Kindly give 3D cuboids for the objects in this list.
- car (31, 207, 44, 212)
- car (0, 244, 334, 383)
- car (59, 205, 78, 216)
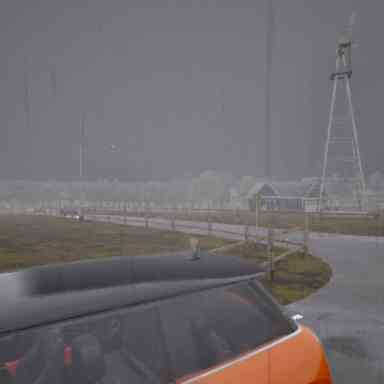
[{"bbox_3d":[-36.566,4.313,79.883,1.812,1.442,4.674,0,-3,-35],"label":"car"},{"bbox_3d":[-1.110,1.350,2.156,4.553,1.767,2.097,0,0,-36],"label":"car"},{"bbox_3d":[-18.615,2.799,49.972,1.837,1.490,4.892,0,-2,-35],"label":"car"}]
